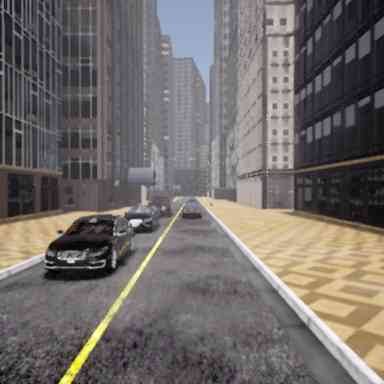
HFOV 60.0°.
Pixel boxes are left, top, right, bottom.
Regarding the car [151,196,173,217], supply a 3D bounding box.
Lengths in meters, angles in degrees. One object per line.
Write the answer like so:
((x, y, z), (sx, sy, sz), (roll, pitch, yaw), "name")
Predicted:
((-3.021, 1.422, 32.558), (2.150, 2.045, 5.566), (0, 0, 0), "car")

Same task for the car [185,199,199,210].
((0.010, 1.689, 45.910), (1.812, 1.442, 4.674), (0, 0, 1), "car")

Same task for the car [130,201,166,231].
((-3.103, 1.561, 20.913), (2.128, 1.511, 4.902), (0, 0, 0), "car")

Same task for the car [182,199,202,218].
((-0.017, 1.654, 31.391), (2.033, 1.411, 5.357), (0, 0, 0), "car")

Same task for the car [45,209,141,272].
((-3.101, 1.540, 10.974), (1.837, 1.490, 4.892), (0, 0, 0), "car")
